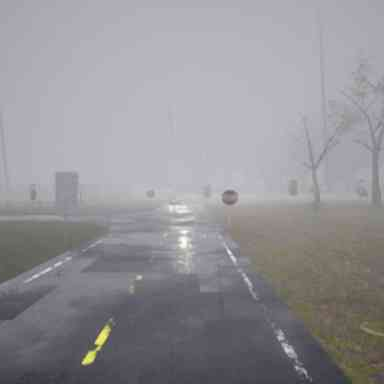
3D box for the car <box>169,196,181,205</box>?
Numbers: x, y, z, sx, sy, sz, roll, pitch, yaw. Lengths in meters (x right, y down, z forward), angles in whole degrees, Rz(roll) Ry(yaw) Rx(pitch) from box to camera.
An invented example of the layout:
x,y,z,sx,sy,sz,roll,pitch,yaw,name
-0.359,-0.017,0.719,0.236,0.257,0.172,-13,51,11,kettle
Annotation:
x,y,z,sx,sy,sz,roll,pitch,yaw,name
-2.747,1.396,54.187,2.128,1.511,4.902,0,1,0,car
